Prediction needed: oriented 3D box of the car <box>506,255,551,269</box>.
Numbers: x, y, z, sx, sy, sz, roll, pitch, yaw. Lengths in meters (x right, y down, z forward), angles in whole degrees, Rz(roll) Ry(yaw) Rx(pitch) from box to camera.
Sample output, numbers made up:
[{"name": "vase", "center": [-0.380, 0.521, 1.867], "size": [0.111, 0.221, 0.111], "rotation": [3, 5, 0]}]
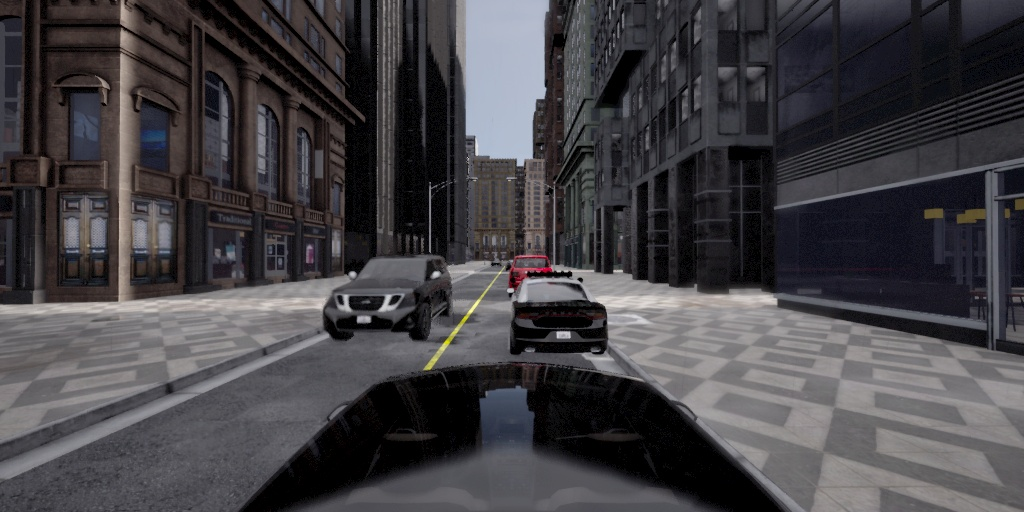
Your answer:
[{"name": "car", "center": [0.915, 0.985, 18.778], "size": [2.150, 2.045, 5.566], "rotation": [0, 0, 0]}]

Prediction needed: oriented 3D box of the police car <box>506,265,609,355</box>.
[{"name": "police car", "center": [0.905, 1.179, 8.856], "size": [1.930, 1.638, 5.238], "rotation": [0, 0, 0]}]

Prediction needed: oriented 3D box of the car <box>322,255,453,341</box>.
[{"name": "car", "center": [-3.093, 0.975, 10.253], "size": [2.150, 2.045, 5.566], "rotation": [0, 0, 0]}]
